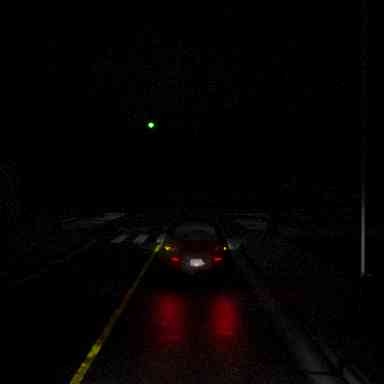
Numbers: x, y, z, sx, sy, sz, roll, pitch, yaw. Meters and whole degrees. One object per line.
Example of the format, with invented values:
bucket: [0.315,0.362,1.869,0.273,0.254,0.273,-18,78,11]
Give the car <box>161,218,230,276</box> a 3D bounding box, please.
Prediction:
car: [0.070,1.528,10.262,1.812,1.442,4.674,0,0,-1]
